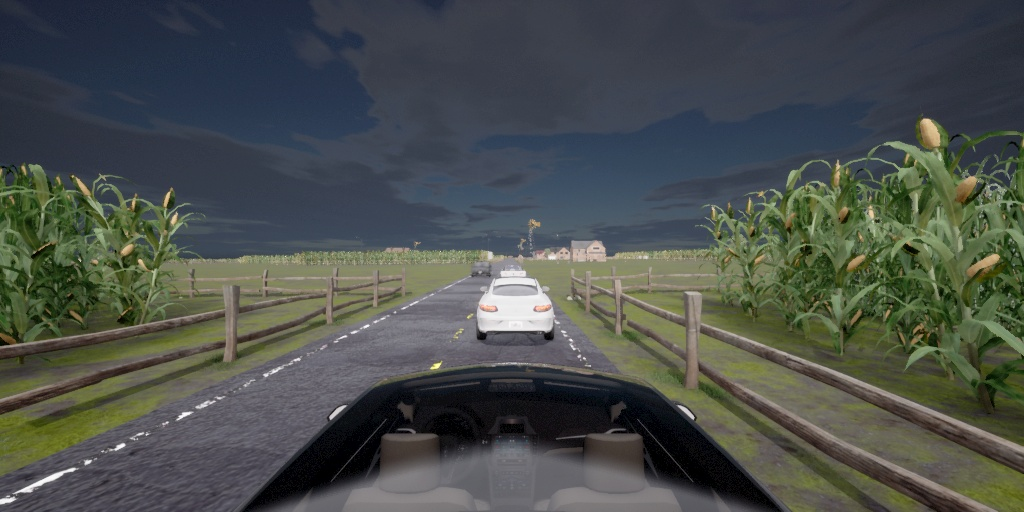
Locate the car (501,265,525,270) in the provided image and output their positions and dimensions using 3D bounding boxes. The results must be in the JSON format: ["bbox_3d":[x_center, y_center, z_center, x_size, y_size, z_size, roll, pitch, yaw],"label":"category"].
[{"bbox_3d":[0.074,1.369,28.335,1.895,1.301,4.718,0,0,-1],"label":"car"}]

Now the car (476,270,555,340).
[{"bbox_3d":[0.079,1.279,9.865,1.812,1.442,4.674,0,0,0],"label":"car"}]

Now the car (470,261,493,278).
[{"bbox_3d":[-2.860,1.281,34.496,1.837,1.490,4.892,0,0,0],"label":"car"}]
